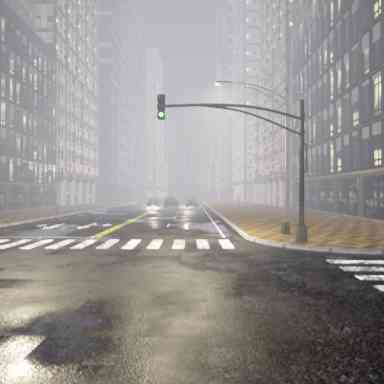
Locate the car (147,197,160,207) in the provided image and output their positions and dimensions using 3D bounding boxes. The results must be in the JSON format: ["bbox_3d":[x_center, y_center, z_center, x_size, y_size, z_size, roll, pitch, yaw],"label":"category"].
[{"bbox_3d":[-6.495,1.676,56.773,2.128,1.511,4.902,0,0,0],"label":"car"}]

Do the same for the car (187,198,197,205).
[{"bbox_3d":[0.006,1.781,63.022,1.994,1.385,4.181,0,0,0],"label":"car"}]

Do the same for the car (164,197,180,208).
[{"bbox_3d":[-3.245,1.516,52.575,2.097,1.767,4.553,0,0,0],"label":"car"}]

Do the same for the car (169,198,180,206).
[{"bbox_3d":[-3.244,1.816,62.635,1.895,1.301,4.718,0,0,0],"label":"car"}]

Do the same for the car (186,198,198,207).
[{"bbox_3d":[0.005,1.767,53.049,1.895,1.301,4.718,0,0,0],"label":"car"}]
